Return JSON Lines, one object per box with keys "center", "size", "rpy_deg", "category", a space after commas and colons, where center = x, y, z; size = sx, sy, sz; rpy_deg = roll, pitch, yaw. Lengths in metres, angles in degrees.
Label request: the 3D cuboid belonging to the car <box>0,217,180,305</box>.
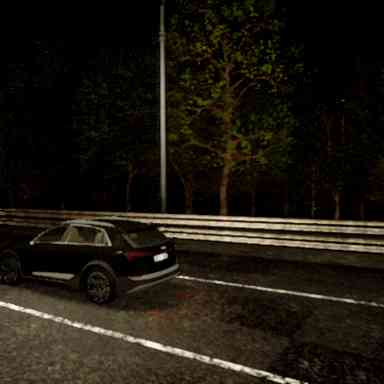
{"center": [-2.604, 1.437, 8.059], "size": [4.856, 1.649, 2.033], "rpy_deg": [0, 0, 29], "category": "car"}
